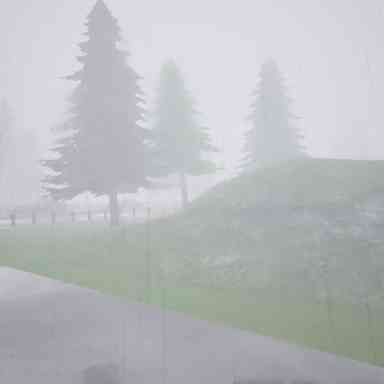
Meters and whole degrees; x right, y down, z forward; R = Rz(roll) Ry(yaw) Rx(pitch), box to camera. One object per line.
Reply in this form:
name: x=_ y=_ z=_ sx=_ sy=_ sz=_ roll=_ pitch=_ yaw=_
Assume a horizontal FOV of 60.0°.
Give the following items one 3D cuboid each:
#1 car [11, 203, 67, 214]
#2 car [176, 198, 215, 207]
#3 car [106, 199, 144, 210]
car: x=-14.150 y=1.386 z=31.004 sx=2.128 sy=1.511 sz=4.902 roll=0 pitch=0 yaw=44
car: x=0.541 y=1.462 z=43.613 sx=5.357 sy=1.411 sz=2.033 roll=0 pitch=0 yaw=-35
car: x=-7.517 y=1.466 z=37.335 sx=4.181 sy=1.385 sz=1.994 roll=0 pitch=0 yaw=-40
